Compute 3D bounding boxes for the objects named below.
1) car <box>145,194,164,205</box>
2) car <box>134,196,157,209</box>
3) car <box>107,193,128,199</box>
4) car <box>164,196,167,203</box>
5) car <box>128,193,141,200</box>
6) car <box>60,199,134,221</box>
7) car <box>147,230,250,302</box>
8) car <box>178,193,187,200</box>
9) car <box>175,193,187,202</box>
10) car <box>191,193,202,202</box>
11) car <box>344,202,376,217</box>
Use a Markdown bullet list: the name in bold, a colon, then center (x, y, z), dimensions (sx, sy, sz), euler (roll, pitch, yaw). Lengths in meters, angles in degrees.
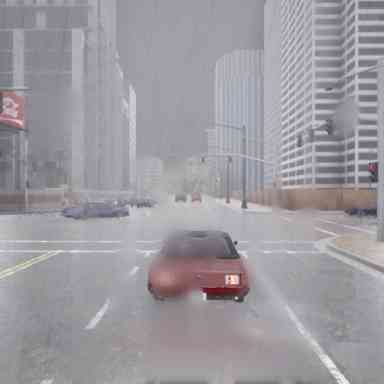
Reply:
- **car**: center (-6.349, 1.564, 56.767), dimensions (1.994, 1.385, 4.181), euler (0, 0, 0)
- **car**: center (-6.489, 1.601, 46.764), dimensions (1.895, 1.301, 4.718), euler (0, 0, 1)
- **car**: center (-10.049, 1.352, 42.383), dimensions (2.097, 1.767, 4.553), euler (0, 0, 1)
- **car**: center (-6.136, 1.477, 67.215), dimensions (1.882, 1.535, 5.008), euler (0, 0, 1)
- **car**: center (-9.900, 1.221, 51.965), dimensions (2.150, 2.045, 5.566), euler (0, 0, 1)
- **car**: center (-7.892, 1.547, 27.291), dimensions (5.357, 1.411, 2.033), euler (0, 0, -39)
- **car**: center (0.206, 1.601, 8.219), dimensions (1.895, 1.301, 4.718), euler (0, 0, 2)
- **car**: center (-2.390, 1.184, 83.979), dimensions (2.097, 1.767, 4.553), euler (0, 0, 1)
- **car**: center (-2.533, 1.216, 73.339), dimensions (2.150, 2.045, 5.566), euler (0, 0, 1)
- **car**: center (0.966, 1.216, 73.292), dimensions (2.150, 2.045, 5.566), euler (0, 0, 1)
- **car**: center (16.512, 1.601, 30.358), dimensions (4.718, 1.301, 1.895), euler (0, 0, 0)
